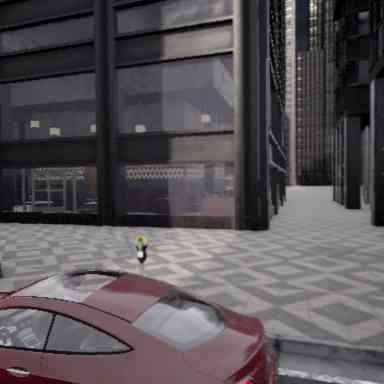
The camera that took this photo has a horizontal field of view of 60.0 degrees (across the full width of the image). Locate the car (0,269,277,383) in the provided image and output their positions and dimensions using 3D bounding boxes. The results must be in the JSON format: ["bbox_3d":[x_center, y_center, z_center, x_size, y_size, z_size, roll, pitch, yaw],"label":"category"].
[{"bbox_3d":[-1.315,1.495,3.353,4.206,1.307,1.802,0,2,18],"label":"car"}]
